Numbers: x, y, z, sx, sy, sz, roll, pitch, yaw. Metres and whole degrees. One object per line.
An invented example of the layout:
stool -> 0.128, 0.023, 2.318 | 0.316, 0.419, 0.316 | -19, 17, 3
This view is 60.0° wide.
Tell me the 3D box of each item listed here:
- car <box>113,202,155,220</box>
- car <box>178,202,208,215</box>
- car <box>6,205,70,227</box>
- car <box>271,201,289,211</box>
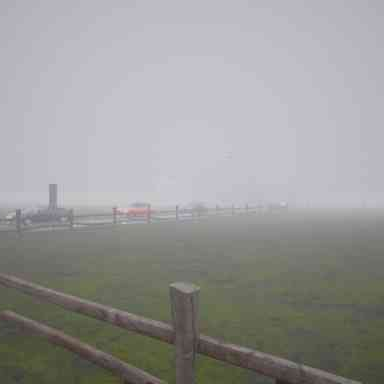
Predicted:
car -> -5.911, 1.836, 34.085 | 2.097, 1.767, 4.553 | -1, -1, 35
car -> 0.068, 2.022, 42.519 | 2.097, 1.767, 4.553 | -1, -1, 35
car -> -11.727, 1.795, 25.885 | 2.128, 1.511, 4.902 | -1, -1, 36
car -> 15.557, 2.407, 59.338 | 2.097, 1.767, 4.553 | -1, -1, 37
